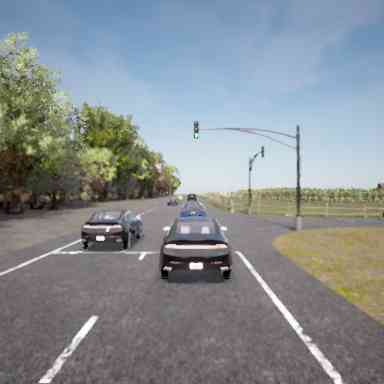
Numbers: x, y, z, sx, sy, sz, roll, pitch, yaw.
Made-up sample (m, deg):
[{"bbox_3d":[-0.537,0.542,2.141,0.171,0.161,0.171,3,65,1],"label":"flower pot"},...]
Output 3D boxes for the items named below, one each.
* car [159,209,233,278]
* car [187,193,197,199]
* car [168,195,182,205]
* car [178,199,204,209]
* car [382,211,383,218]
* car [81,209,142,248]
[{"bbox_3d":[0.102,1.504,10.122,2.128,1.511,4.902,0,0,0],"label":"car"},{"bbox_3d":[0.020,1.302,81.838,2.150,2.045,5.566,0,0,0],"label":"car"},{"bbox_3d":[-3.386,1.609,62.090,2.033,1.411,5.357,0,0,0],"label":"car"},{"bbox_3d":[0.106,1.597,28.029,1.994,1.385,4.181,0,0,0],"label":"car"},{"bbox_3d":[19.321,1.799,29.162,4.892,1.490,1.837,1,-1,0],"label":"car"},{"bbox_3d":[-3.398,1.510,14.785,2.128,1.511,4.902,0,0,0],"label":"car"}]
